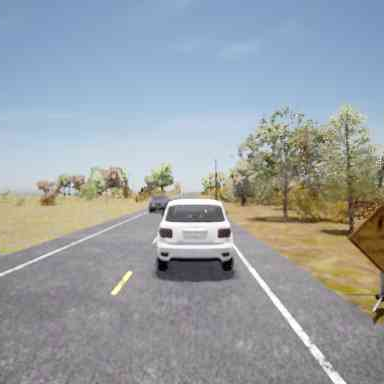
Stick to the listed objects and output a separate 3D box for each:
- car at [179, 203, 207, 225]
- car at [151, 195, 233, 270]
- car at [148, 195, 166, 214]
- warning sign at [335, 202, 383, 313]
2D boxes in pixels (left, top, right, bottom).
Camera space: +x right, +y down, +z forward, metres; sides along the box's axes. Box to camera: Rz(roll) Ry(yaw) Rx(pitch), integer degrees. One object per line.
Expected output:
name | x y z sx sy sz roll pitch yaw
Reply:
car | 0.087 1.631 26.514 2.033 1.411 5.357 0 0 0
car | 0.084 1.259 11.348 2.150 2.045 5.566 0 0 0
car | -3.595 1.332 37.794 2.150 2.045 5.566 0 0 0
warning sign | 3.546 1.137 6.193 1.300 1.860 1.060 0 0 0
